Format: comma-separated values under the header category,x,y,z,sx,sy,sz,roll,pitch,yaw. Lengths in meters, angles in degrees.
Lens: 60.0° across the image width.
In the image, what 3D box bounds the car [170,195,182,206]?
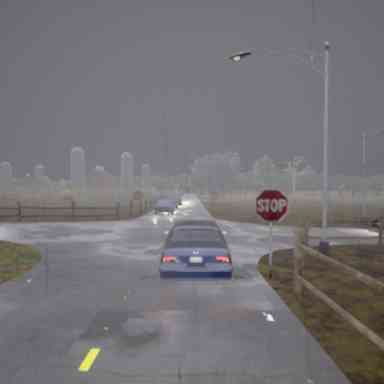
category,x,y,z,sx,sy,sz,roll,pitch,yaw
car,-2.843,1.482,45.300,2.128,1.511,4.902,0,0,0

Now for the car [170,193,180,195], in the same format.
category,x,y,z,sx,sy,sz,roll,pitch,yaw
car,-2.832,1.201,55.980,2.150,2.045,5.566,0,0,0

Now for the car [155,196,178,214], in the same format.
category,x,y,z,sx,sy,sz,roll,pitch,yaw
car,-2.806,1.477,34.865,1.882,1.535,5.008,0,0,-1

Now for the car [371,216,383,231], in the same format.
category,x,y,z,sx,sy,sz,roll,pitch,yaw
car,13.501,1.843,20.618,4.181,1.385,1.994,1,1,0

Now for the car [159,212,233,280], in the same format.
category,x,y,z,sx,sy,sz,roll,pitch,yaw
car,0.102,1.551,9.915,2.033,1.411,5.357,0,0,0
